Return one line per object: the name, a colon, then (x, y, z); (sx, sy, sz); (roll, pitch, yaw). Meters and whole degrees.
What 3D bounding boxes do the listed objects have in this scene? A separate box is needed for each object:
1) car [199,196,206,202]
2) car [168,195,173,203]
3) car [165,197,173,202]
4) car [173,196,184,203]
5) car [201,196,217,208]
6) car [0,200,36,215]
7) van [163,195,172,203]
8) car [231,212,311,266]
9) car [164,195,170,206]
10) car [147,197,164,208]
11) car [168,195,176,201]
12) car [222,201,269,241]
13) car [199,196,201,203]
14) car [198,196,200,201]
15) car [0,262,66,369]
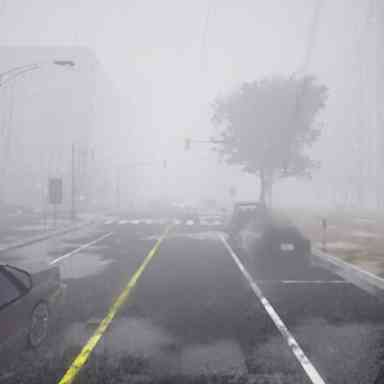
car: (2.702, 1.819, 88.296); (1.752, 1.417, 4.829); (0, 0, 0)
car: (-5.680, 1.666, 71.529); (1.967, 1.590, 4.097); (0, 0, 0)
car: (-5.679, 1.852, 82.593); (1.802, 1.307, 4.206); (0, 0, 0)
car: (-2.990, 1.740, 75.087); (1.837, 1.490, 4.892); (0, 0, 0)
car: (2.697, 1.689, 49.397); (1.887, 1.381, 4.507); (0, 0, 0)
car: (-16.422, 1.421, 29.994); (4.403, 1.369, 2.008); (1, -1, -1)
van: (-5.680, 1.589, 77.062); (1.690, 1.788, 3.998); (0, 0, 0)
car: (2.694, 1.597, 11.486); (1.947, 1.339, 4.313); (0, 0, 0)
car: (-5.682, 1.734, 60.464); (2.008, 1.369, 4.403); (0, 0, 0)
car: (-5.683, 1.694, 49.398); (2.008, 1.369, 4.403); (0, 0, 0)
car: (-5.678, 1.756, 93.660); (1.967, 1.590, 4.097); (0, 0, 0)
car: (2.695, 1.361, 17.010); (2.192, 1.841, 5.009); (0, 0, 0)
car: (2.698, 1.710, 60.632); (1.752, 1.417, 4.829); (0, 0, 0)
car: (2.701, 1.831, 77.059); (1.802, 1.307, 4.206); (0, 0, 0)
car: (-3.099, 1.557, 3.498); (2.033, 1.411, 5.357); (0, 0, 0)
